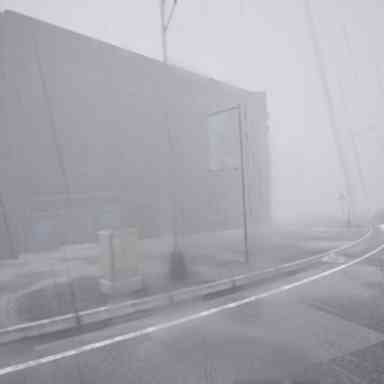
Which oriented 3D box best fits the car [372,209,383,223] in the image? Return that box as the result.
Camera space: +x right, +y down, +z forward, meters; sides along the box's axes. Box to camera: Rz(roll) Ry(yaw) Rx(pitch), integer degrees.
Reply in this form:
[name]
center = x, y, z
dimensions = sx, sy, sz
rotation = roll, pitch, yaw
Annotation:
[car]
center = 19.778, 2.438, 33.791
dimensions = 1.994, 1.385, 4.181
rotation = -3, -3, 16
